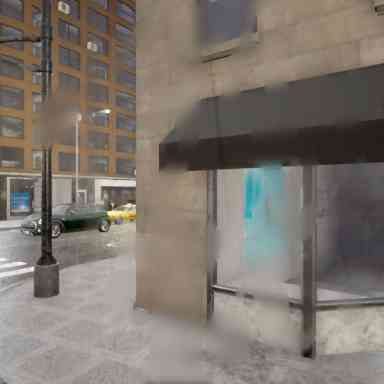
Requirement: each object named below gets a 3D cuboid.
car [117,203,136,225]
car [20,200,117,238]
[{"bbox_3d":[-4.829,1.548,24.650,1.752,1.417,4.829,0,0,36],"label":"car"},{"bbox_3d":[-6.634,1.366,17.825,2.097,1.767,4.553,0,0,36],"label":"car"}]
